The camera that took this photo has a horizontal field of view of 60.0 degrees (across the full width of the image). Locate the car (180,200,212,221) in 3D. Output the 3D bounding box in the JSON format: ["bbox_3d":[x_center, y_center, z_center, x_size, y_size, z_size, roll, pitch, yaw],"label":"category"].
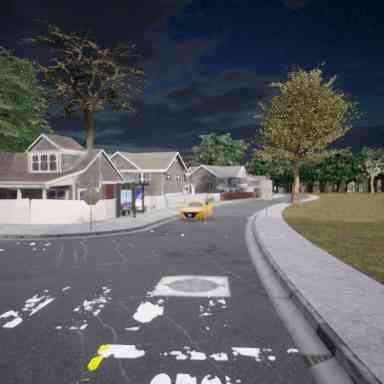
[{"bbox_3d":[0.392,1.395,26.686,1.882,1.535,5.008,0,1,13],"label":"car"}]
